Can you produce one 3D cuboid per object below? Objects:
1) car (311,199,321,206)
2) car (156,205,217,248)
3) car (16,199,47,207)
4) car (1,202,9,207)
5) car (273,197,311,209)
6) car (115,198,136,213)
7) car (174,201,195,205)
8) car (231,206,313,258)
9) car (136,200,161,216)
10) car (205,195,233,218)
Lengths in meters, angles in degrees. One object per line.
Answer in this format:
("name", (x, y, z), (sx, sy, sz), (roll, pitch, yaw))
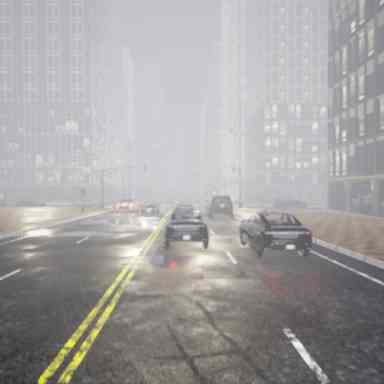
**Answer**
("car", (20.207, 1.802, 58.944), (4.829, 1.417, 1.752), (0, 0, -1))
("car", (-0.263, 1.547, 15.154), (2.128, 1.511, 4.902), (0, 0, -2))
("car", (-24.088, 1.652, 49.912), (4.313, 1.339, 1.947), (0, 0, 0))
("car", (-29.773, 1.629, 49.882), (4.206, 1.307, 1.802), (0, 0, 0))
("car", (14.838, 1.661, 50.500), (5.009, 1.841, 2.192), (0, 0, -1))
("car", (-7.577, 1.494, 38.978), (2.097, 1.767, 4.553), (0, 0, -1))
("car", (-0.747, 1.600, 32.315), (2.128, 1.511, 4.902), (0, 0, -2))
("car", (3.046, 1.531, 12.938), (2.128, 1.511, 4.902), (0, 0, -1))
("car", (-4.237, 1.617, 34.819), (2.128, 1.511, 4.902), (0, 0, -1))
("car", (2.534, 1.319, 31.281), (2.150, 2.045, 5.566), (0, 0, -2))
